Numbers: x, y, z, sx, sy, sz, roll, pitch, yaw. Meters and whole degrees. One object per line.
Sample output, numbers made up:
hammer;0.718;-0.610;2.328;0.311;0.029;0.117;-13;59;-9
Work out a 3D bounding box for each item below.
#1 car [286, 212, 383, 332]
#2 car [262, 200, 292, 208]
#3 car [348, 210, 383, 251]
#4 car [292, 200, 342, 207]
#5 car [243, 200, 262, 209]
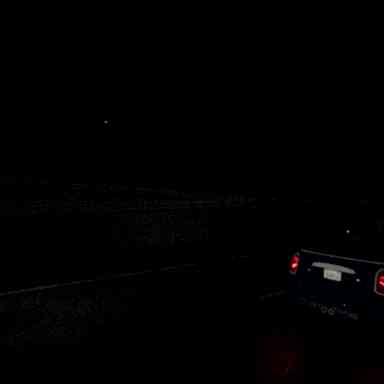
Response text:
car;3.990;1.359;6.590;4.553;1.767;2.097;0;0;-36
car;9.414;1.522;32.195;4.892;1.490;1.837;0;0;-35
car;9.330;1.560;14.698;5.357;1.411;2.033;0;0;-36
car;11.446;1.508;29.346;4.902;1.511;2.128;0;0;-35
car;7.392;1.543;35.051;4.674;1.442;1.812;0;0;-35
